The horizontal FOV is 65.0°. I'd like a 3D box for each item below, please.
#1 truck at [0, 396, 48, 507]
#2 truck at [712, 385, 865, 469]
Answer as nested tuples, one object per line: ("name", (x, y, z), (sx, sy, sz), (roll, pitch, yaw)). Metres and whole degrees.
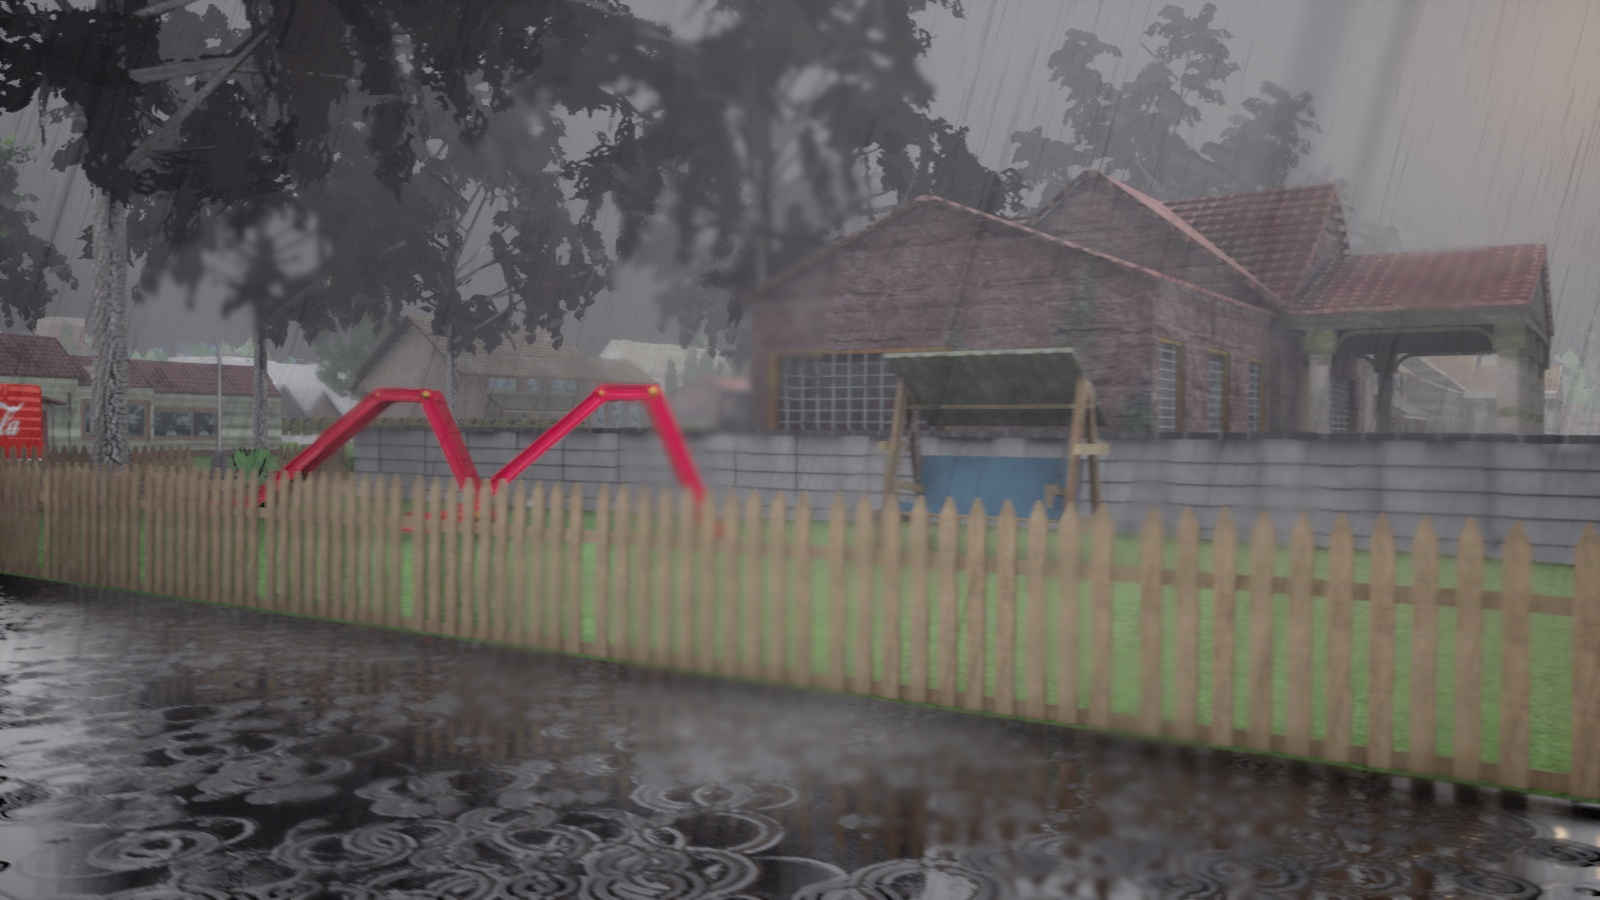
("truck", (-19.704, 0.052, 27.193), (2.627, 2.467, 5.204), (1, 1, 34))
("truck", (-0.362, -1.016, 56.299), (2.891, 3.462, 7.936), (0, 1, 34))
